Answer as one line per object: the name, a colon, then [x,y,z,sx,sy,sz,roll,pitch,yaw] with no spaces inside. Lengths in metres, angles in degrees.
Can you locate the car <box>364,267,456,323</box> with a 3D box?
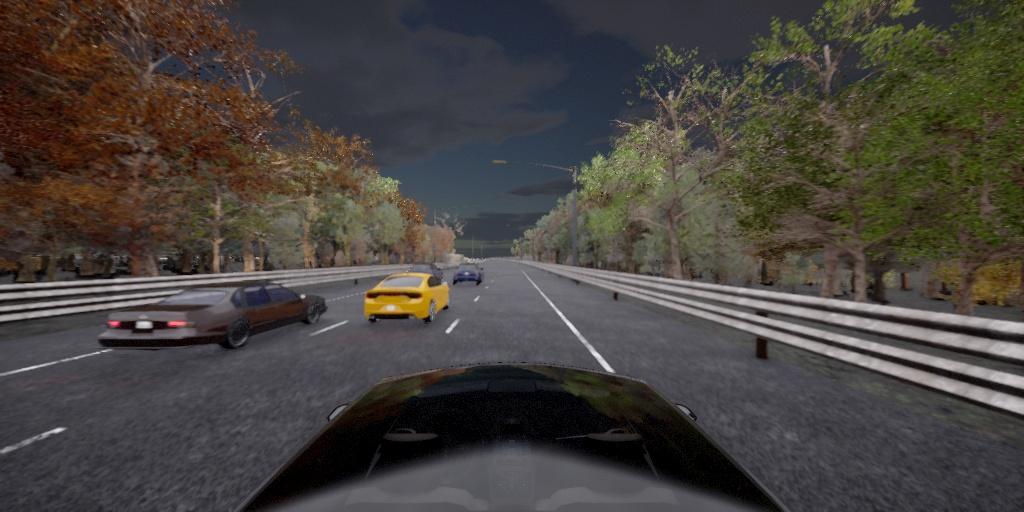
car: [-3.406,1.325,12.559,1.882,1.535,5.008,0,-1,0]

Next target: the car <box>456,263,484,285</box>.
car: [-3.416,1.346,29.048,2.097,1.767,4.553,0,-1,0]

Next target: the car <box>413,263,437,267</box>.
car: [-6.916,1.346,29.049,2.097,1.767,4.553,0,-1,0]

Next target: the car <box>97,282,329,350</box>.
car: [-6.904,1.365,9.238,2.033,1.411,5.357,0,-1,0]
